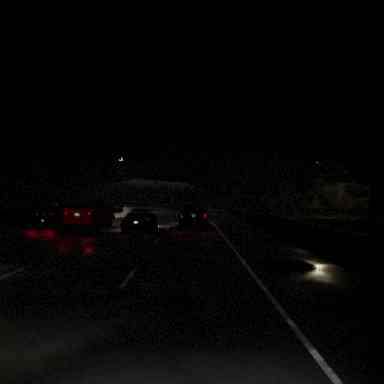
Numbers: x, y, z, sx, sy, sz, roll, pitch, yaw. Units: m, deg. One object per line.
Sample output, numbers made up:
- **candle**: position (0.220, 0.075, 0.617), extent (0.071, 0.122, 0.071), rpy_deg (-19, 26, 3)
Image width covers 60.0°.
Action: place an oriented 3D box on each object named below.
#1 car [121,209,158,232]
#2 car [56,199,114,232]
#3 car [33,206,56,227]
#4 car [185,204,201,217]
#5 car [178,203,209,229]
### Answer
- **car**: position (-3.392, 1.836, 22.078), extent (1.994, 1.385, 4.181), rpy_deg (0, -1, 0)
- **car**: position (-6.904, 1.503, 22.594), extent (2.150, 2.045, 5.566), rpy_deg (0, -1, 0)
- **car**: position (-10.391, 1.832, 25.568), extent (2.128, 1.511, 4.902), rpy_deg (0, -1, 0)
- **car**: position (0.115, 2.262, 41.219), extent (1.837, 1.490, 4.892), rpy_deg (0, -3, 0)
- **car**: position (0.107, 1.666, 24.355), extent (2.097, 1.767, 4.553), rpy_deg (0, -1, 0)
